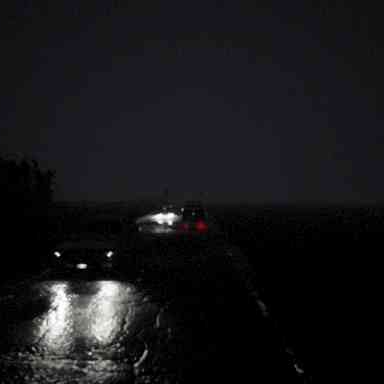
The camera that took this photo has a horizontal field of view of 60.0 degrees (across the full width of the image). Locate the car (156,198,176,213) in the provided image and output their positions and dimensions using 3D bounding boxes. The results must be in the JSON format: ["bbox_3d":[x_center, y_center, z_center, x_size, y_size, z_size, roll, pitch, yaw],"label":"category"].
[{"bbox_3d":[-2.831,1.461,36.665,2.128,1.511,4.902,0,0,0],"label":"car"}]

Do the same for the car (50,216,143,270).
[{"bbox_3d":[-2.845,1.534,11.268,2.033,1.411,5.357,0,0,0],"label":"car"}]

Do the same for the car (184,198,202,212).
[{"bbox_3d":[0.108,1.517,40.103,2.033,1.411,5.357,0,0,0],"label":"car"}]

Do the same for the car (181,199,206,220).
[{"bbox_3d":[0.106,1.464,27.947,2.128,1.511,4.902,0,0,0],"label":"car"}]
